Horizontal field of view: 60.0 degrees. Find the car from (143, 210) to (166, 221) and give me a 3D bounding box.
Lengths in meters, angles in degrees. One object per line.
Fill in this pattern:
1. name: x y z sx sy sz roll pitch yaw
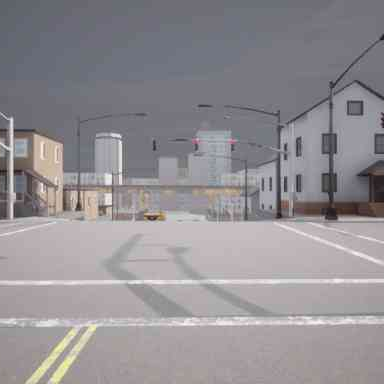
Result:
1. car: -3.702 2.536 33.562 1.882 1.535 5.008 0 -9 1
